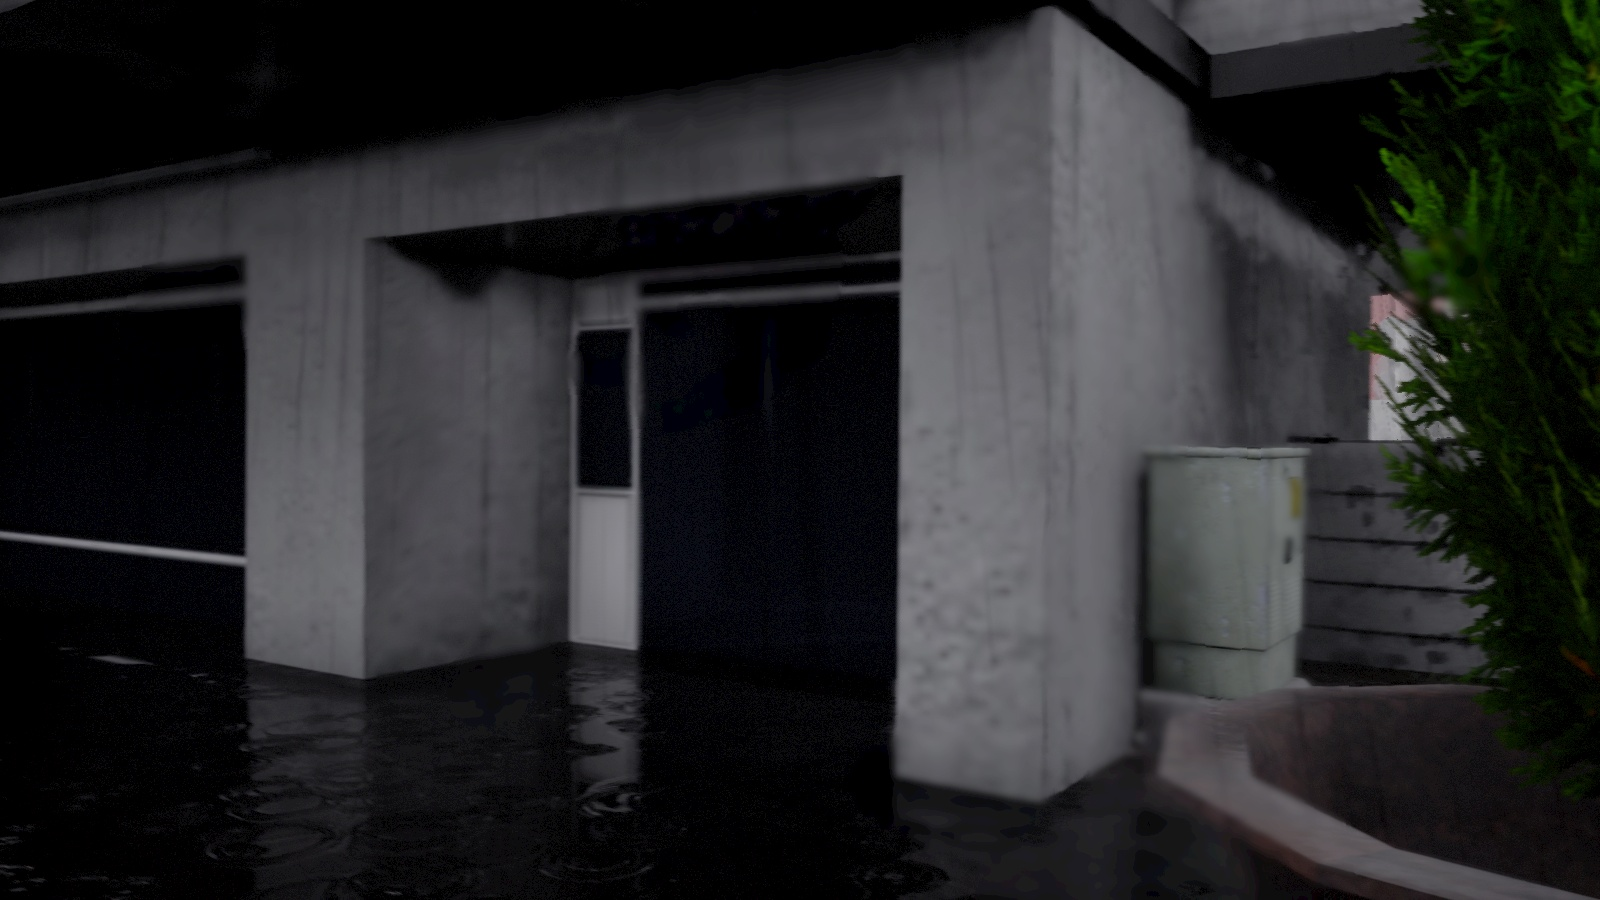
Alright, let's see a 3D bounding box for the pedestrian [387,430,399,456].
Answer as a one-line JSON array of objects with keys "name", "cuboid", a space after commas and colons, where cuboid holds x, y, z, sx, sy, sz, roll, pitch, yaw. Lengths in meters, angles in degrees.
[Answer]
[{"name": "pedestrian", "cuboid": [-28.378, -0.500, 87.500, 0.354, 1.836, 0.706, 0, 1, 31]}]
